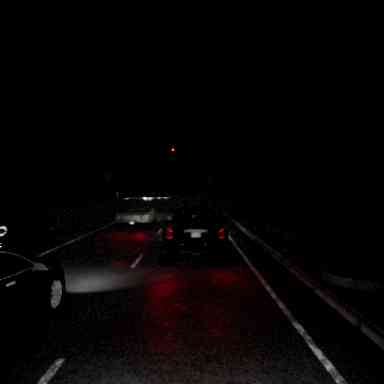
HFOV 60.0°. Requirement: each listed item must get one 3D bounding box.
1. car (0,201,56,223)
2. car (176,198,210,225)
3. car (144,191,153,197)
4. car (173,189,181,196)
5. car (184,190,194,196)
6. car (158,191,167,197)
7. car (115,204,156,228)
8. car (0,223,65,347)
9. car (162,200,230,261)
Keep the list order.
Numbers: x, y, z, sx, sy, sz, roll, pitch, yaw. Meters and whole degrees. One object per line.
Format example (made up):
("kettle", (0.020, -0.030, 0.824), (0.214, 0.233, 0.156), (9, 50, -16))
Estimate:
("car", (-7.077, 1.272, 12.873), (2.097, 1.767, 4.553), (0, 1, 0))
("car", (0.118, 1.280, 23.153), (2.128, 1.511, 4.902), (0, 1, 1))
("car", (-10.517, 0.492, 80.198), (2.128, 1.511, 4.902), (0, 1, -1))
("car", (-3.894, 0.243, 91.466), (1.837, 1.490, 4.892), (0, 1, -4))
("car", (-0.418, 0.257, 91.958), (1.812, 1.442, 4.674), (0, 1, -4))
("car", (-7.019, 0.441, 80.419), (1.882, 1.535, 5.008), (0, 1, -1))
("car", (-3.379, 1.419, 20.900), (1.895, 1.301, 4.718), (0, 1, 0))
("car", (-3.383, 1.491, 4.588), (1.837, 1.490, 4.892), (0, 1, 0))
("car", (0.117, 1.280, 12.111), (2.097, 1.767, 4.553), (0, 1, 0))
